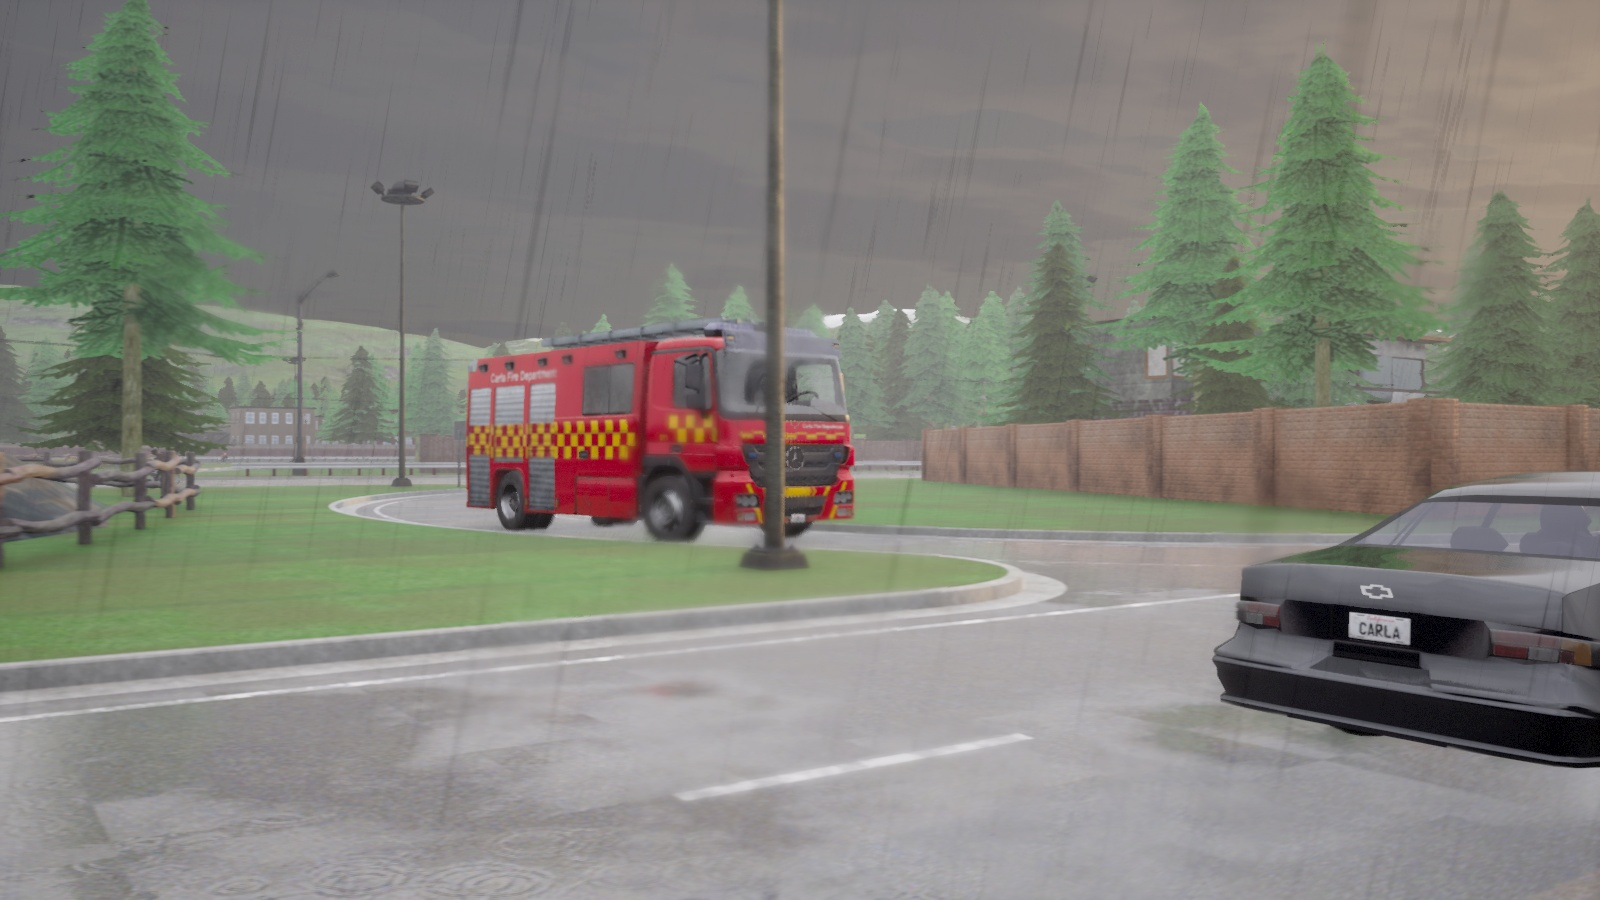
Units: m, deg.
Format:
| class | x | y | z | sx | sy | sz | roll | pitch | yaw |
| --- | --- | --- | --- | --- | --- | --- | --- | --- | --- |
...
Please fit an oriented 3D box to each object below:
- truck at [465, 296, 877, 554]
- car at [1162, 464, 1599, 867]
| class | x | y | z | sx | sy | sz | roll | pitch | yaw |
| --- | --- | --- | --- | --- | --- | --- | --- | --- | --- |
| truck | -2.678 | -0.359 | 22.690 | 2.891 | 3.827 | 8.468 | 0 | 0 | -43 |
| car | 4.550 | 0.799 | 6.826 | 5.357 | 1.411 | 2.033 | 0 | 0 | -35 |
